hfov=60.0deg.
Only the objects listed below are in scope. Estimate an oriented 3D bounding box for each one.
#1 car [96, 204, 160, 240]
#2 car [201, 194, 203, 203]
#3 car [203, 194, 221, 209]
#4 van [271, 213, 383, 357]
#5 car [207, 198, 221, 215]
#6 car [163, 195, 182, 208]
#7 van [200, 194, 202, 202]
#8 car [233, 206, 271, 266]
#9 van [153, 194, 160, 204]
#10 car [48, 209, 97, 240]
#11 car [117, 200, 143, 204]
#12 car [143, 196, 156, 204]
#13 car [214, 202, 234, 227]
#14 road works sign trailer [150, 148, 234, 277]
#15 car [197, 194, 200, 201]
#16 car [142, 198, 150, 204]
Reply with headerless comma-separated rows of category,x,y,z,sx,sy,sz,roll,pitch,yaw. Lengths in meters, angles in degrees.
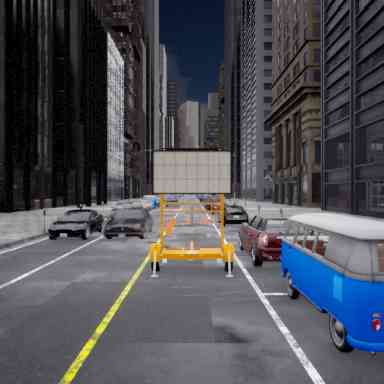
car,-3.094,1.550,17.333,2.033,1.411,5.357,0,0,0
car,2.775,1.334,45.134,2.192,1.841,5.009,0,0,0
car,2.774,1.330,39.525,2.192,1.841,5.009,0,0,0
van,2.765,1.341,5.871,1.690,1.788,3.998,0,0,0
car,2.772,1.593,33.916,1.802,1.307,4.206,0,0,0
car,-2.986,1.570,49.878,2.033,1.411,5.357,0,0,0
van,2.780,1.374,61.962,1.690,1.788,3.998,0,0,0
car,2.767,1.441,11.480,1.967,1.590,4.097,0,0,0
van,-5.750,1.360,45.124,1.690,1.788,3.998,0,0,0
car,-5.757,1.568,17.077,1.947,1.339,4.313,0,0,0
car,-5.754,1.558,28.296,2.008,1.369,4.403,0,0,0
car,-5.752,1.540,39.345,1.752,1.417,4.829,0,0,0
car,2.769,1.570,22.697,1.947,1.339,4.313,0,0,0
road works sign trailer,0.003,0.465,10.205,2.380,3.560,2.880,0,0,0
car,2.783,1.357,73.180,2.192,1.841,5.009,0,0,0
car,-5.753,1.593,33.905,1.802,1.307,4.206,0,0,0
